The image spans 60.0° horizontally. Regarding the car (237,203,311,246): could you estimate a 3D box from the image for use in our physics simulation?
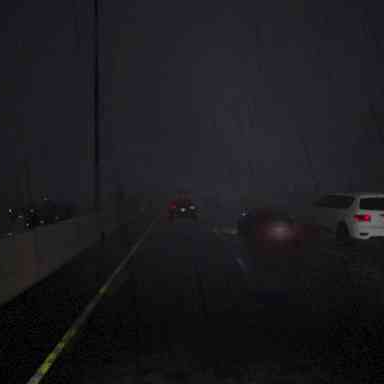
[{"bbox_3d":[3.159,1.370,14.117,1.994,1.385,4.181,0,1,-2],"label":"car"}]

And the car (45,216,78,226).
[{"bbox_3d":[-7.689,1.319,18.844,1.994,1.385,4.181,0,1,-2],"label":"car"}]

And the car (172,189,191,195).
[{"bbox_3d":[-1.250,0.660,41.604,2.150,2.045,5.566,0,0,-3],"label":"car"}]

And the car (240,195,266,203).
[{"bbox_3d":[6.029,1.023,33.330,1.882,1.535,5.008,0,1,-2],"label":"car"}]

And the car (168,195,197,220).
[{"bbox_3d":[-0.670,1.179,24.227,2.163,1.488,4.792,0,1,-2],"label":"car"}]

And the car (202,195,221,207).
[{"bbox_3d":[2.312,1.013,39.716,2.033,1.411,5.357,0,1,-2],"label":"car"}]

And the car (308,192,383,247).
[{"bbox_3d":[6.658,1.023,14.128,2.150,2.045,5.566,0,1,-2],"label":"car"}]
